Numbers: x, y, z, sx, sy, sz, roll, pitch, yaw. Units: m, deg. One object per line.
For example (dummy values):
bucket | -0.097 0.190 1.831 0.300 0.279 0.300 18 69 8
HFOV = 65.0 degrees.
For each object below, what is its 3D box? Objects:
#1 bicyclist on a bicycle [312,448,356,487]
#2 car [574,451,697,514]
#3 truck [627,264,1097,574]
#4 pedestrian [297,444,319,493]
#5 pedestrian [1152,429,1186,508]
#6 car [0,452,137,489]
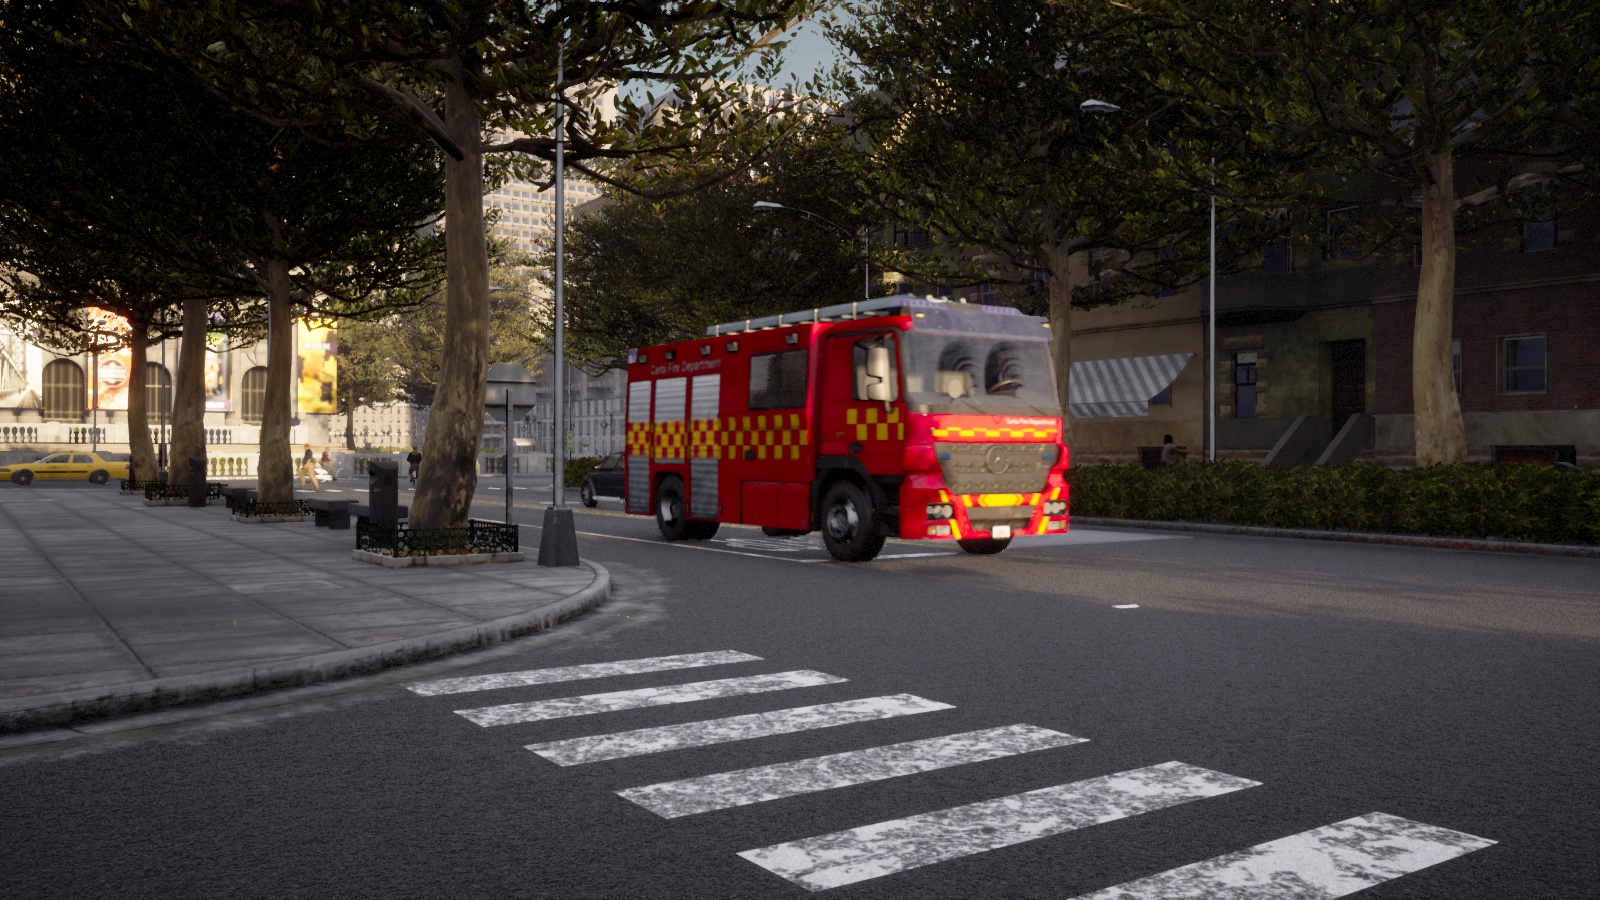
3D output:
bicyclist on a bicycle | -21.970 0.807 59.180 1.843 1.776 0.659 0 0 -34
car | -4.415 0.814 33.303 1.789 1.549 3.705 0 0 -34
truck | 0.471 -0.372 19.796 2.891 3.827 8.468 0 0 -34
pedestrian | -18.896 0.709 48.219 0.694 1.848 0.540 0 0 -35
pedestrian | 9.105 0.458 31.000 0.396 1.930 0.692 0 0 -34
car | -32.796 0.891 56.169 5.366 1.575 1.801 0 0 -34
